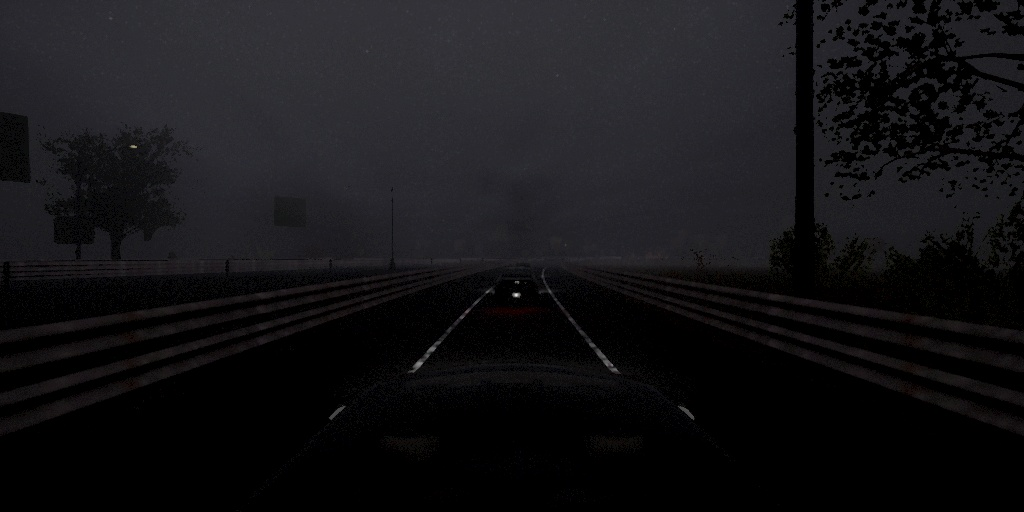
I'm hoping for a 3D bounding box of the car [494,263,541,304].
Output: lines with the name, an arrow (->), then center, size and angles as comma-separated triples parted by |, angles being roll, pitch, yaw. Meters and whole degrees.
car -> 0.249, 1.267, 16.432 | 1.837, 1.490, 4.892 | 0, 0, 2
